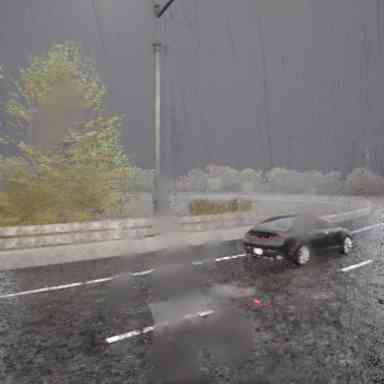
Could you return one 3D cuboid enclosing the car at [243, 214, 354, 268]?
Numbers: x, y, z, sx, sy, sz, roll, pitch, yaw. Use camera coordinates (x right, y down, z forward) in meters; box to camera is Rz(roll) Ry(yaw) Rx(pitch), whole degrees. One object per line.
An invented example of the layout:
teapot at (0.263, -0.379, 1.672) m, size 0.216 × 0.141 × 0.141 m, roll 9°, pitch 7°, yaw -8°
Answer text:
car at (3.855, 1.541, 11.607) m, size 4.892 × 1.490 × 1.837 m, roll 0°, pitch 0°, yaw -40°
